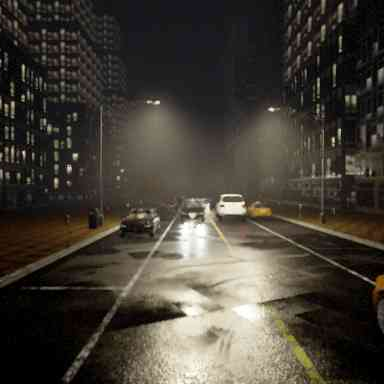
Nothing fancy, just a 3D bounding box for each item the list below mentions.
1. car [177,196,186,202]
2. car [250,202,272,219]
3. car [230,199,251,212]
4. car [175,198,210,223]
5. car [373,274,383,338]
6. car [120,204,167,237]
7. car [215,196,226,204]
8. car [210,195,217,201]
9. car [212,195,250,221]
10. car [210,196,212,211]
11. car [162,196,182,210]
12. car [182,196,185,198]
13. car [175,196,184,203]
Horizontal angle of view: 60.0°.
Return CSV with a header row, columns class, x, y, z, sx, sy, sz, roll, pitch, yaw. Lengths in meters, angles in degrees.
class,x,y,z,sx,sy,sz,roll,pitch,yaw
car,-2.536,1.581,79.589,2.008,1.369,4.403,-1,0,0
car,5.736,1.540,29.117,1.752,1.417,4.829,-1,0,0
car,5.760,1.585,40.196,1.947,1.339,4.313,-1,0,0
car,0.052,1.492,25.909,2.128,1.511,4.902,0,0,0
car,3.764,1.488,3.363,1.882,1.535,5.008,0,0,3
car,-2.669,1.545,17.714,2.008,1.369,4.403,-1,0,0
car,5.820,1.564,68.490,1.752,1.417,4.829,-1,0,0
car,5.869,1.643,90.820,1.802,1.307,4.206,-1,0,0
car,3.098,1.228,27.449,2.150,2.045,5.566,0,0,1
car,3.119,1.491,40.949,1.882,1.535,5.008,0,0,1
car,-2.623,1.440,40.214,1.967,1.590,4.097,-1,0,0
car,-2.585,1.555,57.089,1.887,1.381,4.507,-1,0,0
car,-2.560,1.602,68.338,1.802,1.307,4.206,-1,0,0
